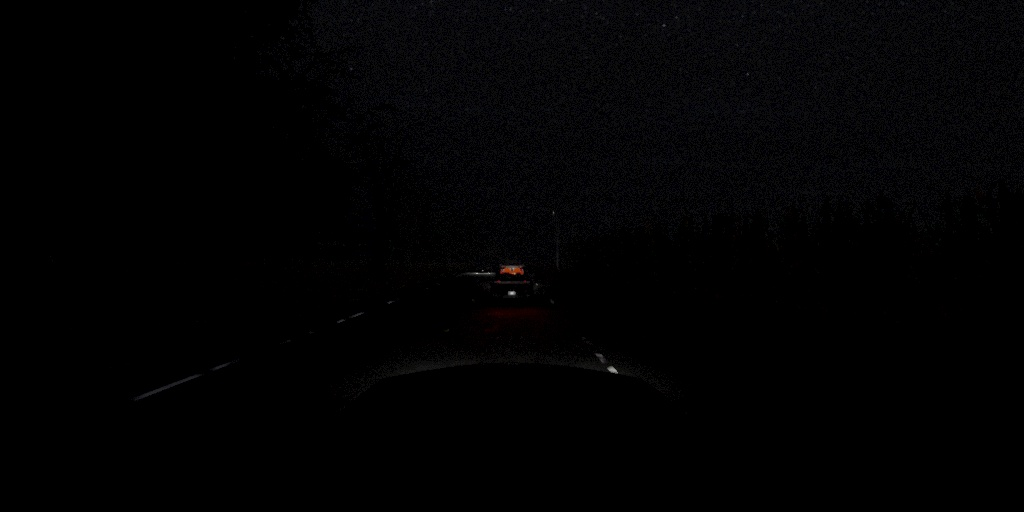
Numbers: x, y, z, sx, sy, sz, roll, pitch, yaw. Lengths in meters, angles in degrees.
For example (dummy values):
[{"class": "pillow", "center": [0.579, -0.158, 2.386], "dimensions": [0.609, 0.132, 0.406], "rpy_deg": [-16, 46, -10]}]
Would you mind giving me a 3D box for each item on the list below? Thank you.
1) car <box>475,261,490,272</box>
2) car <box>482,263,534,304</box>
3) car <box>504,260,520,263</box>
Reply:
[{"class": "car", "center": [-3.501, 1.350, 45.465], "dimensions": [2.033, 1.411, 5.357], "rpy_deg": [0, 0, 0]}, {"class": "car", "center": [0.000, 1.251, 16.514], "dimensions": [2.128, 1.511, 4.902], "rpy_deg": [0, 0, 0]}, {"class": "car", "center": [0.000, 1.122, 31.498], "dimensions": [2.097, 1.767, 4.553], "rpy_deg": [0, 0, 0]}]
